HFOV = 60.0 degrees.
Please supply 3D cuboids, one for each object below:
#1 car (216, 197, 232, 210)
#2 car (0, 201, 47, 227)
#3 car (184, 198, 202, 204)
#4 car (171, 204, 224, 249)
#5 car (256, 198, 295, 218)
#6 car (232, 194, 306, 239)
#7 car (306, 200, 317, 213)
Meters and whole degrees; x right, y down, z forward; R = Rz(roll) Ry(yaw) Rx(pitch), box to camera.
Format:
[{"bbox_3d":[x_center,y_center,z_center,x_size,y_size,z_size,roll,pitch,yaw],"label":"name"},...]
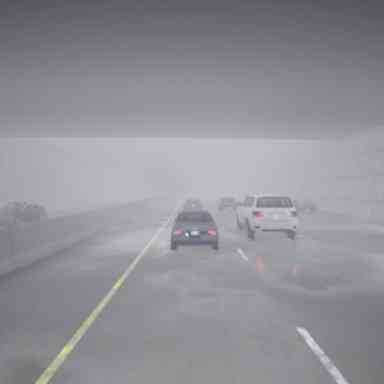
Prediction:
[{"bbox_3d":[3.590,1.250,34.367,1.837,1.490,4.892,0,0,0],"label":"car"},{"bbox_3d":[-10.599,1.341,20.225,2.128,1.511,4.902,0,0,0],"label":"car"},{"bbox_3d":[0.089,1.305,34.884,1.994,1.385,4.181,0,0,0],"label":"car"},{"bbox_3d":[0.100,1.443,13.935,2.033,1.411,5.357,0,0,0],"label":"car"},{"bbox_3d":[7.096,1.333,28.937,2.033,1.411,5.357,0,0,0],"label":"car"},{"bbox_3d":[3.601,1.097,16.788,2.150,2.045,5.566,0,0,0],"label":"car"},{"bbox_3d":[10.592,1.358,32.806,1.895,1.301,4.718,0,0,0],"label":"car"}]
